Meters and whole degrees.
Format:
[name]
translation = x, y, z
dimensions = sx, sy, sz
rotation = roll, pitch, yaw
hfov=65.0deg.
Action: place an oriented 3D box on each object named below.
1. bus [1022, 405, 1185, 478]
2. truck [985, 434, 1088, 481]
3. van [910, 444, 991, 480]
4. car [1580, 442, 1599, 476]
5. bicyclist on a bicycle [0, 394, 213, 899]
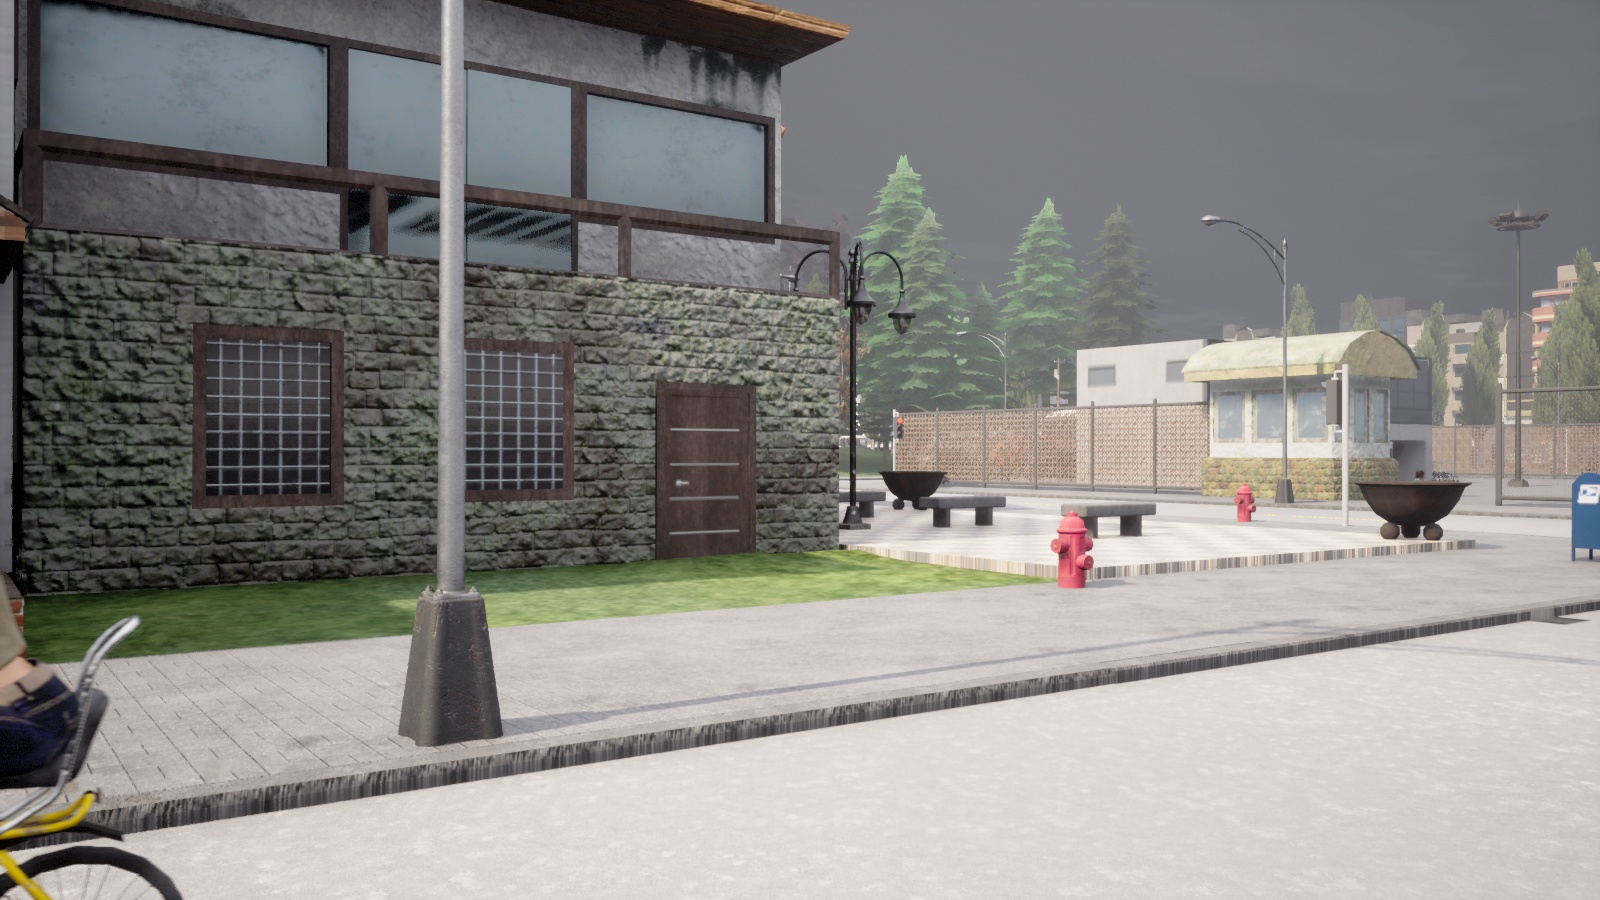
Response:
[bus]
translation = 18.819, -0.482, 77.448
dimensions = 10.273, 4.253, 3.944
rotation = 0, 0, -35
[truck]
translation = 12.928, 0.398, 68.468
dimensions = 5.204, 2.467, 2.627
rotation = 0, 0, -35
[van]
translation = 8.448, 0.651, 70.230
dimensions = 4.442, 1.987, 1.775
rotation = 0, 0, -35
[car]
translation = 49.202, 0.539, 73.557
dimensions = 2.150, 2.045, 5.566
rotation = 0, 0, -34
[bicyclist on a bicycle]
translation = -2.183, 0.693, 2.743
dimensions = 1.509, 1.612, 0.866
rotation = 0, 0, -35
